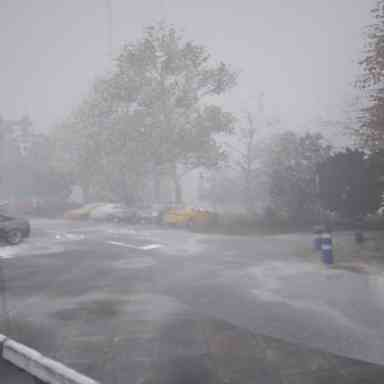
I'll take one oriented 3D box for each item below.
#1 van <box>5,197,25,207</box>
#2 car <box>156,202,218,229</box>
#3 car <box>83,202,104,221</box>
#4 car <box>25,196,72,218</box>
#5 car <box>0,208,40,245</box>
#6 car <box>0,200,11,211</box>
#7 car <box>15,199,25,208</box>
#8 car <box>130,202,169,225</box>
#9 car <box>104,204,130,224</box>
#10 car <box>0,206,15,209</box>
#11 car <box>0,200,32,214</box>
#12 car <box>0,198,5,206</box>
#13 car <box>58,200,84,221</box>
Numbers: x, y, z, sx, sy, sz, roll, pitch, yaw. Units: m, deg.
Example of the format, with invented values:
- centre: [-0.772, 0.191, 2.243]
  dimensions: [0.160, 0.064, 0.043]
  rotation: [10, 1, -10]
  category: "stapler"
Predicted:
- centre: [-17.809, 1.503, 37.050]
  dimensions: [1.878, 1.987, 4.442]
  rotation: [0, 0, 36]
  category: "van"
- centre: [0.048, 1.687, 23.926]
  dimensions: [2.097, 1.535, 5.008]
  rotation: [0, 0, 36]
  category: "car"
- centre: [-6.574, 1.742, 28.740]
  dimensions: [2.002, 1.452, 4.674]
  rotation: [0, 0, 36]
  category: "car"
- centre: [-13.279, 1.466, 33.650]
  dimensions: [2.435, 2.045, 5.566]
  rotation: [0, 0, 36]
  category: "car"
- centre: [-9.796, 1.730, 14.881]
  dimensions: [2.163, 1.488, 4.792]
  rotation: [0, 0, 36]
  category: "car"
- centre: [-26.731, 1.805, 43.394]
  dimensions: [2.097, 1.535, 5.008]
  rotation: [-1, 0, 36]
  category: "car"
- centre: [-15.552, 1.751, 35.231]
  dimensions: [2.163, 1.488, 4.792]
  rotation: [0, 0, 36]
  category: "car"
- centre: [-2.173, 1.567, 25.585]
  dimensions: [2.185, 1.767, 4.553]
  rotation: [0, 0, 36]
  category: "car"
- centre: [-4.348, 1.727, 27.090]
  dimensions: [2.163, 1.488, 4.792]
  rotation: [0, 0, 36]
  category: "car"
- centre: [-12.021, 1.705, 16.540]
  dimensions: [2.097, 1.535, 5.008]
  rotation: [0, 0, 36]
  category: "car"
- centre: [-22.237, 1.786, 40.159]
  dimensions: [2.163, 1.488, 4.792]
  rotation: [-1, 0, 36]
  category: "car"
- centre: [-20.102, 1.770, 38.607]
  dimensions: [2.163, 1.488, 4.792]
  rotation: [0, 0, 36]
  category: "car"
- centre: [-8.923, 1.704, 30.221]
  dimensions: [1.946, 1.575, 5.366]
  rotation: [0, 0, 36]
  category: "car"
